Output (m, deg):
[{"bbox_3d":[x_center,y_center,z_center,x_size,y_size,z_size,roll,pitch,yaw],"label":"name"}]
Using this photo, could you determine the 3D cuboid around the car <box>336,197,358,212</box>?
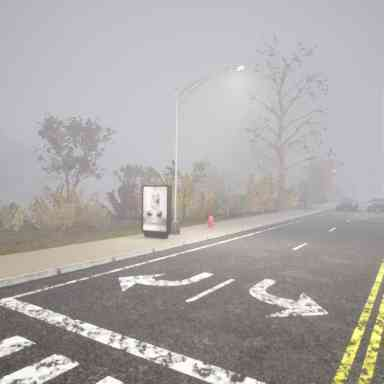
[{"bbox_3d":[18.596,1.390,39.829,2.097,1.767,4.553,0,0,30],"label":"car"}]

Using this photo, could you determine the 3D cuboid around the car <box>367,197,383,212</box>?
[{"bbox_3d":[21.404,1.393,38.192,2.097,1.767,4.553,0,0,30],"label":"car"}]
